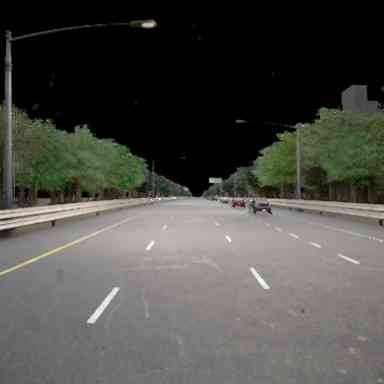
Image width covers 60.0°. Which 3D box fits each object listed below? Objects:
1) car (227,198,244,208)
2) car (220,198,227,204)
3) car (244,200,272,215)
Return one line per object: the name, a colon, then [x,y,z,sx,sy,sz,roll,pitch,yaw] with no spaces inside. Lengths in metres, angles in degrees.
car: [7.126,1.666,52.057,1.882,1.535,5.008,0,-1,0]
car: [7.272,2.057,74.669,1.895,1.301,4.718,0,-1,0]
car: [7.053,1.563,34.996,1.837,1.490,4.892,0,0,0]
